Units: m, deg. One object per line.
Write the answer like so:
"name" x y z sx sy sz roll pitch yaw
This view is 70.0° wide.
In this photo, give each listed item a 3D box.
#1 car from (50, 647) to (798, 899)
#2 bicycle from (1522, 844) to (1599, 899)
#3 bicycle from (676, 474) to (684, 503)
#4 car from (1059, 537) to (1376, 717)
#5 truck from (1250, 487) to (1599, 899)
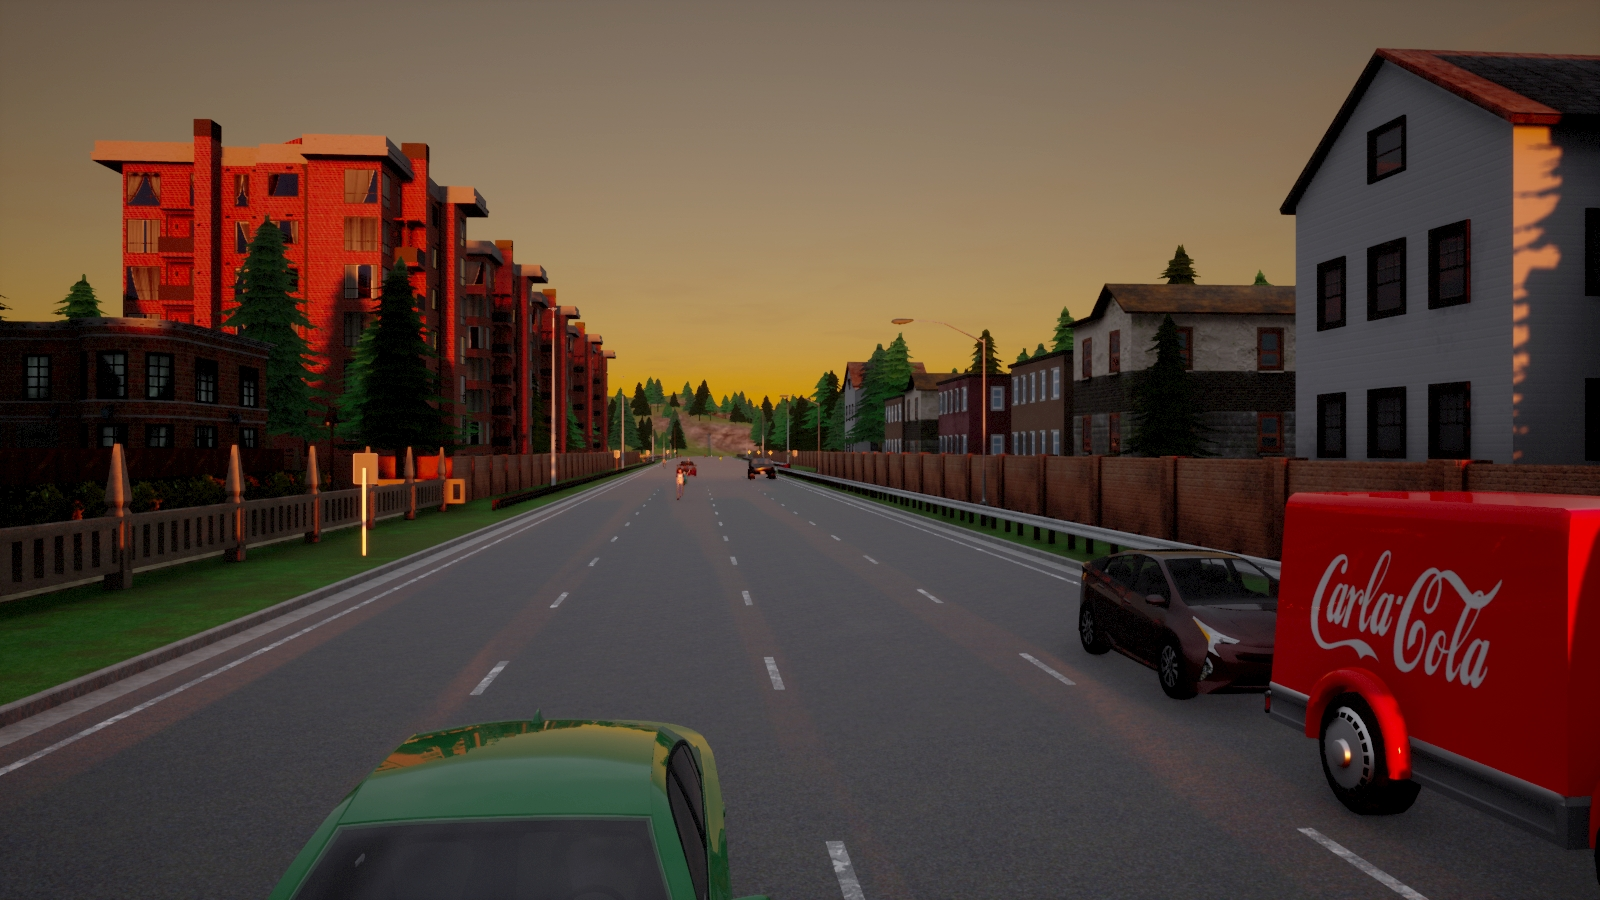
"car" -1.202 2.034 4.748 2.097 1.535 5.006 0 0 -5
"bicycle" 2.623 2.056 2.959 0.373 1.496 1.643 0 0 -4
"bicycle" -6.434 2.056 61.309 0.373 1.496 1.643 0 0 -5
"car" 4.945 2.040 14.354 2.007 1.525 4.514 0 0 -5
"truck" 5.566 1.568 7.740 2.627 2.467 5.204 0 0 -5
